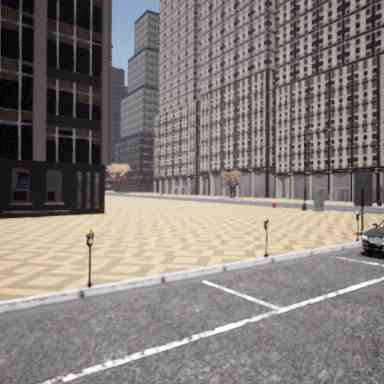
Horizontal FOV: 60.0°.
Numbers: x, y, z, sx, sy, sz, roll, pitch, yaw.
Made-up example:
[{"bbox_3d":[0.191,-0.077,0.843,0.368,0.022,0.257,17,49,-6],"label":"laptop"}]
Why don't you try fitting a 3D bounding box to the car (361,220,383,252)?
[{"bbox_3d":[8.007,1.523,12.347,4.403,1.369,2.008,0,1,-35],"label":"car"}]
